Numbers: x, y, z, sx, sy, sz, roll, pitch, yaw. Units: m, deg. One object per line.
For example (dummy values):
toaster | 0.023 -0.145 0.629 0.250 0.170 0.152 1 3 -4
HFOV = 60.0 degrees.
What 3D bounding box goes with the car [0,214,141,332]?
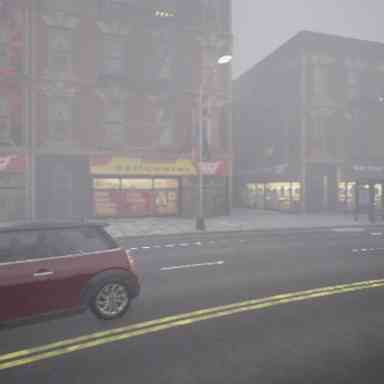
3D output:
car | -3.257 1.305 5.621 4.553 1.767 2.097 0 1 -33
